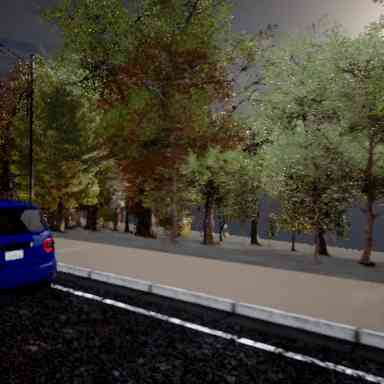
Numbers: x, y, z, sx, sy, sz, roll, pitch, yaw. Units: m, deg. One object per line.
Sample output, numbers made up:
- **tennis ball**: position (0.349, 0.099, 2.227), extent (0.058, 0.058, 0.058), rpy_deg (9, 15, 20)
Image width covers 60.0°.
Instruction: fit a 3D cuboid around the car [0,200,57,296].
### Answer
- **car**: position (-5.332, 1.180, 7.395), extent (5.566, 2.045, 2.150), rpy_deg (1, 0, 35)
